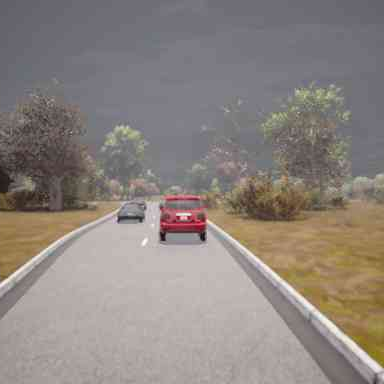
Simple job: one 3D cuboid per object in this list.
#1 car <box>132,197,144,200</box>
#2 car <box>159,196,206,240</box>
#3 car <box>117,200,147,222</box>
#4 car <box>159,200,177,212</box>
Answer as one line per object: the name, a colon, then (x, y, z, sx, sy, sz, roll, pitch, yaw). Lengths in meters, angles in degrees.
car: (-6.887, 1.380, 42.677, 2.097, 1.767, 4.553, 0, 0, -9)
car: (-0.527, 1.230, 17.160, 2.150, 2.045, 5.566, 0, 0, -4)
car: (-4.785, 1.579, 26.576, 1.994, 1.385, 4.181, 0, 0, -5)
car: (-2.967, 1.623, 40.155, 1.895, 1.301, 4.718, 0, 0, -8)
